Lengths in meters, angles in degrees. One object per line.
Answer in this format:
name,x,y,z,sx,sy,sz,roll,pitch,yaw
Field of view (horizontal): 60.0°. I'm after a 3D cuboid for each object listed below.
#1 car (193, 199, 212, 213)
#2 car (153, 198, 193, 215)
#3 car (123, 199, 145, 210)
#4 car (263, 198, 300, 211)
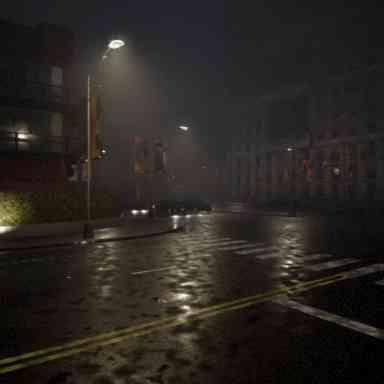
car,0.206,1.478,37.142,1.882,1.535,5.008,0,0,-35
car,-2.318,1.505,34.641,1.837,1.490,4.892,0,0,-35
car,-7.590,1.564,42.230,1.994,1.385,4.181,0,0,-35
car,11.168,1.477,41.795,1.882,1.535,5.008,0,0,-35
